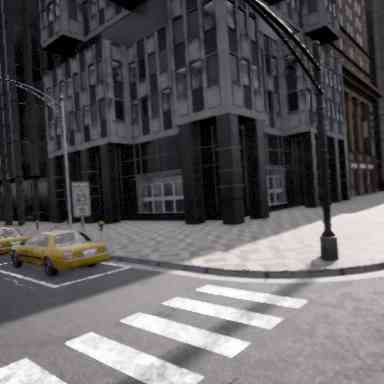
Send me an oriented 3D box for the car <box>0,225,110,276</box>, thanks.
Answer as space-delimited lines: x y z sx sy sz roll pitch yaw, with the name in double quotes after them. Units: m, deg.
-4.816 1.908 11.616 4.829 1.417 1.752 -4 0 42 "car"
